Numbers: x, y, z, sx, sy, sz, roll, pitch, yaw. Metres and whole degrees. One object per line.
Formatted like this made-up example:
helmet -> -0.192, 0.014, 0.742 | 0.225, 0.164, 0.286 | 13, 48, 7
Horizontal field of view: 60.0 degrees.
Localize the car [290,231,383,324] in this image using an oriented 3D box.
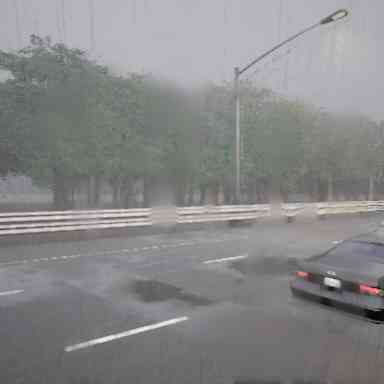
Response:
car -> 4.376, 1.550, 6.993 | 5.357, 1.411, 2.033 | 0, 0, -35
